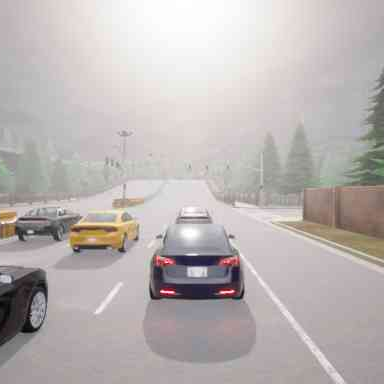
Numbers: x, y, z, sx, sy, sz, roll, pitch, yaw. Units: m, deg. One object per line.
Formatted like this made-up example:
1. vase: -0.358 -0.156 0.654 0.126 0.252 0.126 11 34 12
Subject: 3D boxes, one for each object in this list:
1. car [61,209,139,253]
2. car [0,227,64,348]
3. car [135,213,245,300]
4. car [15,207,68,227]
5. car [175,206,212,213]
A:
1. car: -3.404 1.478 13.777 1.882 1.535 5.008 0 0 0
2. car: -3.400 1.478 3.760 1.882 1.535 5.008 0 0 0
3. car: 0.098 1.503 8.423 2.163 1.488 4.792 0 0 0
4. car: -6.905 1.491 16.624 2.128 1.511 4.902 0 0 0
5. car: 0.093 1.491 17.514 2.128 1.511 4.902 0 0 0
